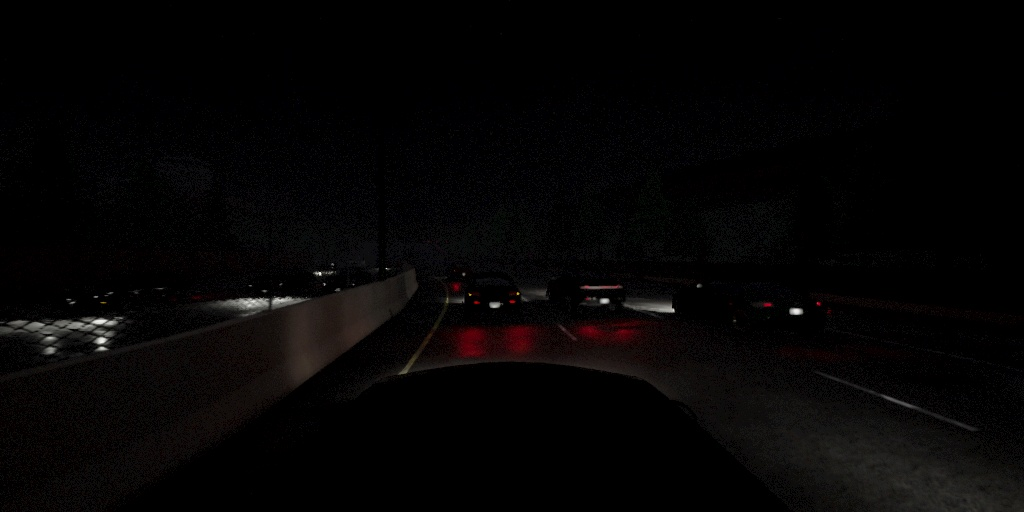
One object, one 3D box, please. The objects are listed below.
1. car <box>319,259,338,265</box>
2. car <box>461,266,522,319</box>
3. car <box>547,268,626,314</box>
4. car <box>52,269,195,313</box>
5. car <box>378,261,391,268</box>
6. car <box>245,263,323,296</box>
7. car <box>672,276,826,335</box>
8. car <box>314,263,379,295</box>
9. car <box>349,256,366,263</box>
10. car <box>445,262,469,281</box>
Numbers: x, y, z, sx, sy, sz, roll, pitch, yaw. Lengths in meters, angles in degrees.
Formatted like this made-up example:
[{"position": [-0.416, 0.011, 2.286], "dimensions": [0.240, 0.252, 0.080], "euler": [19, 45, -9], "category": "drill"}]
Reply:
[{"position": [-25.447, 1.172, 49.724], "dimensions": [2.097, 1.767, 4.553], "euler": [0, 0, -18], "category": "car"}, {"position": [-0.755, 1.266, 12.793], "dimensions": [1.812, 1.442, 4.674], "euler": [0, 0, -6], "category": "car"}, {"position": [2.650, 1.213, 13.753], "dimensions": [2.128, 1.511, 4.902], "euler": [0, 0, -7], "category": "car"}, {"position": [-15.221, 1.316, 14.475], "dimensions": [1.837, 1.490, 4.892], "euler": [0, 0, -9], "category": "car"}, {"position": [-21.485, 1.334, 60.358], "dimensions": [2.033, 1.411, 5.357], "euler": [0, 0, -18], "category": "car"}, {"position": [-12.754, 1.339, 20.266], "dimensions": [2.033, 1.411, 5.357], "euler": [0, 0, -12], "category": "car"}, {"position": [6.498, 1.271, 10.409], "dimensions": [1.994, 1.385, 4.181], "euler": [0, 0, -5], "category": "car"}, {"position": [-9.245, 1.321, 20.570], "dimensions": [2.033, 1.411, 5.357], "euler": [0, 0, -12], "category": "car"}, {"position": [-22.542, 1.024, 52.181], "dimensions": [2.150, 2.045, 5.566], "euler": [0, 0, -17], "category": "car"}, {"position": [-4.443, 1.263, 30.472], "dimensions": [1.812, 1.442, 4.674], "euler": [0, 0, -16], "category": "car"}]
